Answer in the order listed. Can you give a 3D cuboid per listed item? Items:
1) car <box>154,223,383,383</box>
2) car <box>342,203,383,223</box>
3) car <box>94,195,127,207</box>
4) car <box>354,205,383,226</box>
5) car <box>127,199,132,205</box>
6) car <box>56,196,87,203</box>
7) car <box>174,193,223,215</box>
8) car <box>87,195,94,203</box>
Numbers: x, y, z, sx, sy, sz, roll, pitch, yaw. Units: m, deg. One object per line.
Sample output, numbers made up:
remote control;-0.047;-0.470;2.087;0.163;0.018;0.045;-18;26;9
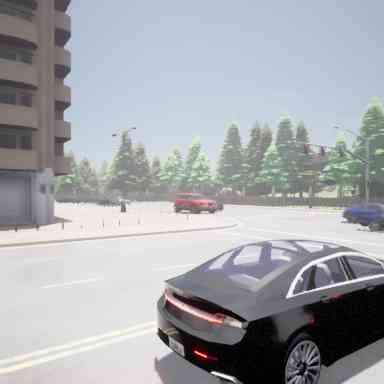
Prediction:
car;1.810;1.492;5.077;4.902;1.511;2.128;0;0;-35
car;12.495;1.482;22.333;1.812;1.442;4.674;0;1;-35
car;-12.471;1.450;50.748;4.892;1.490;1.837;0;-1;43
car;11.510;1.581;17.599;1.895;1.301;4.718;0;0;-35
car;-11.832;1.470;54.819;4.674;1.442;1.812;0;0;39
car;-24.057;1.492;65.558;5.357;1.411;2.033;0;0;15
car;0.252;1.166;33.880;2.150;2.045;5.566;0;0;-35
car;-20.007;1.447;67.747;4.902;1.511;2.128;0;0;18
